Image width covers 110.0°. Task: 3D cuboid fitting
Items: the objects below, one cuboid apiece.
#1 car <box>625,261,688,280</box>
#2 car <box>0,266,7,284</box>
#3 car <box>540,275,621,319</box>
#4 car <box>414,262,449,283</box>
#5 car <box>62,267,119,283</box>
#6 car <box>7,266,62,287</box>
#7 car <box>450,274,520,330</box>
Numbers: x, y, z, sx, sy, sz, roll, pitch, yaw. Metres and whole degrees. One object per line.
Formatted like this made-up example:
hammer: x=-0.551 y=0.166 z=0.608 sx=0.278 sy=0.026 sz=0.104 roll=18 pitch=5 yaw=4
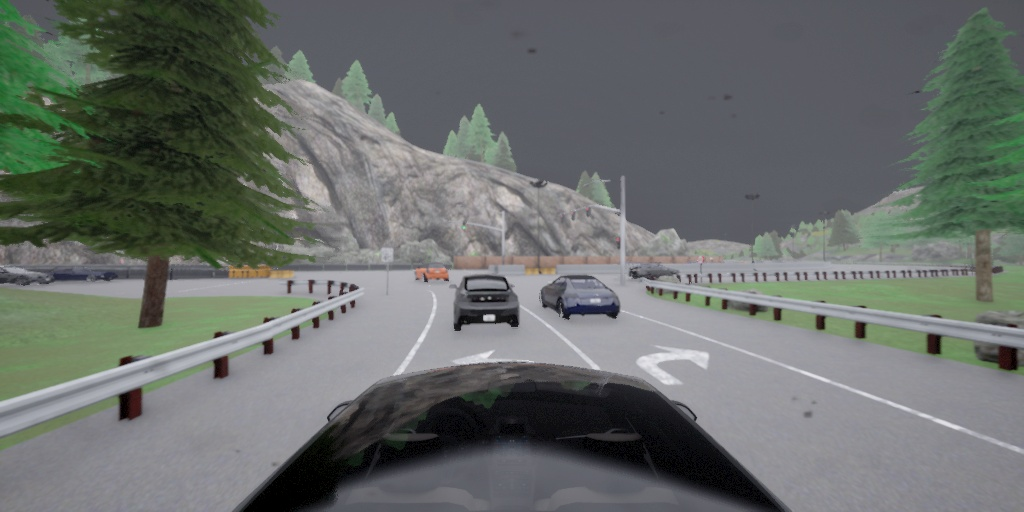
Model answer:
car: x=12.914 y=1.434 z=32.508 sx=4.902 sy=1.511 sz=2.128 roll=0 pitch=0 yaw=-17
car: x=-36.234 y=1.396 z=22.422 sx=4.902 sy=1.511 sz=2.128 roll=0 pitch=0 yaw=-16
car: x=2.345 y=1.391 z=13.304 sx=1.994 sy=1.385 sz=4.181 roll=0 pitch=0 yaw=-8
car: x=-7.162 y=1.325 z=31.472 sx=2.097 sy=1.767 sz=4.553 roll=0 pitch=0 yaw=-28
car: x=-36.086 y=1.564 z=29.729 sx=4.718 sy=1.301 sz=1.895 roll=0 pitch=0 yaw=-16
car: x=-36.624 y=1.457 z=25.947 sx=4.674 sy=1.442 sz=1.812 roll=0 pitch=0 yaw=-16
car: x=-0.925 y=1.326 z=11.541 sx=1.837 sy=1.490 sz=4.892 roll=0 pitch=0 yaw=-8
